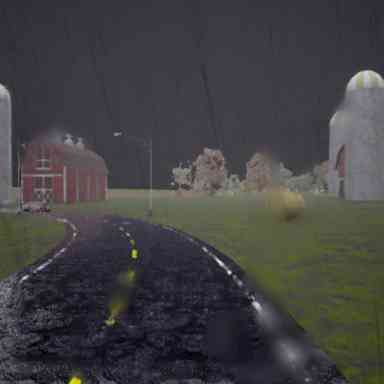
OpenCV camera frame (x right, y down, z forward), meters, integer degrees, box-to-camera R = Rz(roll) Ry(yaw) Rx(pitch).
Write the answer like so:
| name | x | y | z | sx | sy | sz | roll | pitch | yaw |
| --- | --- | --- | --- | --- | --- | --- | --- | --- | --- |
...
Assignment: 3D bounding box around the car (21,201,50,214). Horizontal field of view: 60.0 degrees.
| name | x | y | z | sx | sy | sz | roll | pitch | yaw |
| --- | --- | --- | --- | --- | --- | --- | --- | --- | --- |
| car | -18.326 | 1.793 | 39.027 | 4.181 | 1.385 | 1.994 | -1 | 0 | 43 |
